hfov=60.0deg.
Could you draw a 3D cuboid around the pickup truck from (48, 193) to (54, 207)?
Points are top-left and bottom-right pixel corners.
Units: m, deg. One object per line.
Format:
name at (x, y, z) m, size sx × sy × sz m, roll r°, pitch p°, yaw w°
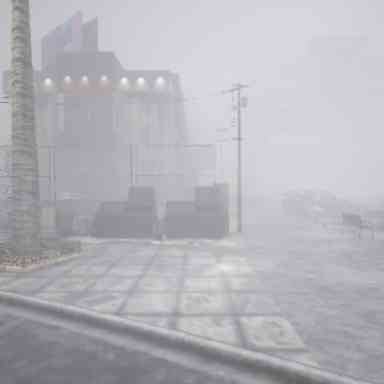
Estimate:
pickup truck at (-9.540, 1.023, 25.737) m, size 2.390 × 2.098 × 6.274 m, roll 0°, pitch 0°, yaw 1°
